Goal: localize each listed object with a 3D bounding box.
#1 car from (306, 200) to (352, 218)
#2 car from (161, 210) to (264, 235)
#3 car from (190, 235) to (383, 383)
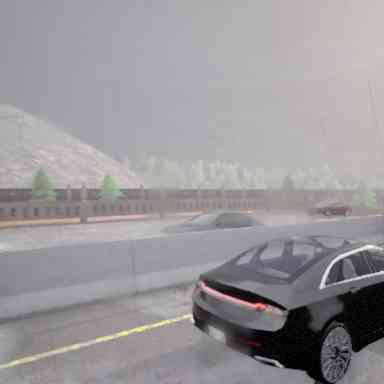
[{"bbox_3d":[12.403,1.486,30.018,5.008,1.535,1.882,2,-1,-35],"label":"car"},{"bbox_3d":[0.951,1.481,13.267,4.674,1.442,1.812,0,0,-35],"label":"car"},{"bbox_3d":[2.273,1.466,5.368,4.902,1.511,2.128,0,0,-35],"label":"car"}]
